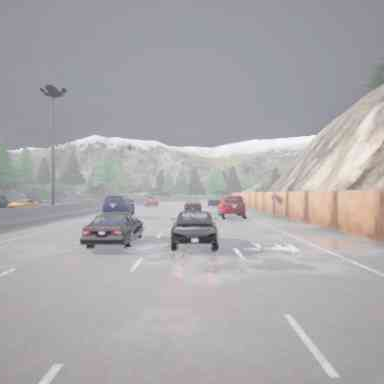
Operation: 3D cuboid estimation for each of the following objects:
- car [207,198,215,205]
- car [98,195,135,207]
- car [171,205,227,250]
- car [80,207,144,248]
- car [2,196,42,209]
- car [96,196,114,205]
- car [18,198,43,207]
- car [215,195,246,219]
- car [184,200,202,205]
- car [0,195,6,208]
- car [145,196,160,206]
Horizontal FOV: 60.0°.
[{"bbox_3d":[3.614,1.681,56.977,1.882,1.535,5.008,0,0,0],"label":"car"},{"bbox_3d":[-6.892,1.334,31.630,2.150,2.045,5.566,0,0,0],"label":"car"},{"bbox_3d":[0.102,1.545,14.521,2.128,1.511,4.902,0,0,0],"label":"car"},{"bbox_3d":[-3.394,1.602,15.001,2.033,1.411,5.357,0,0,0],"label":"car"},{"bbox_3d":[-21.050,1.627,41.619,1.882,1.535,5.008,0,0,0],"label":"car"},{"bbox_3d":[-17.447,1.679,66.977,2.128,1.511,4.902,0,0,2],"label":"car"},{"bbox_3d":[-27.990,1.810,57.780,1.895,1.301,4.718,0,0,0],"label":"car"},{"bbox_3d":[3.609,1.334,30.818,2.150,2.045,5.566,0,0,0],"label":"car"},{"bbox_3d":[0.110,1.613,37.941,1.882,1.535,5.008,0,0,0],"label":"car"},{"bbox_3d":[-24.557,1.363,40.427,2.150,2.045,5.566,0,0,0],"label":"car"},{"bbox_3d":[-6.878,1.561,58.349,2.097,1.767,4.553,0,0,0],"label":"car"}]
